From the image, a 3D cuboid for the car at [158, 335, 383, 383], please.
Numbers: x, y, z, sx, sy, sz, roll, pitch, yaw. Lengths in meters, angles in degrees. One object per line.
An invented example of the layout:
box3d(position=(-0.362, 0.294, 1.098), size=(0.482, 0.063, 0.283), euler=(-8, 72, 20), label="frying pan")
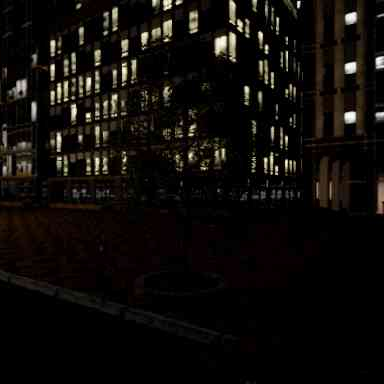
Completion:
box3d(position=(1.708, 1.545, 1.650), size=(4.507, 1.381, 1.887), euler=(0, 0, 35), label="car")
